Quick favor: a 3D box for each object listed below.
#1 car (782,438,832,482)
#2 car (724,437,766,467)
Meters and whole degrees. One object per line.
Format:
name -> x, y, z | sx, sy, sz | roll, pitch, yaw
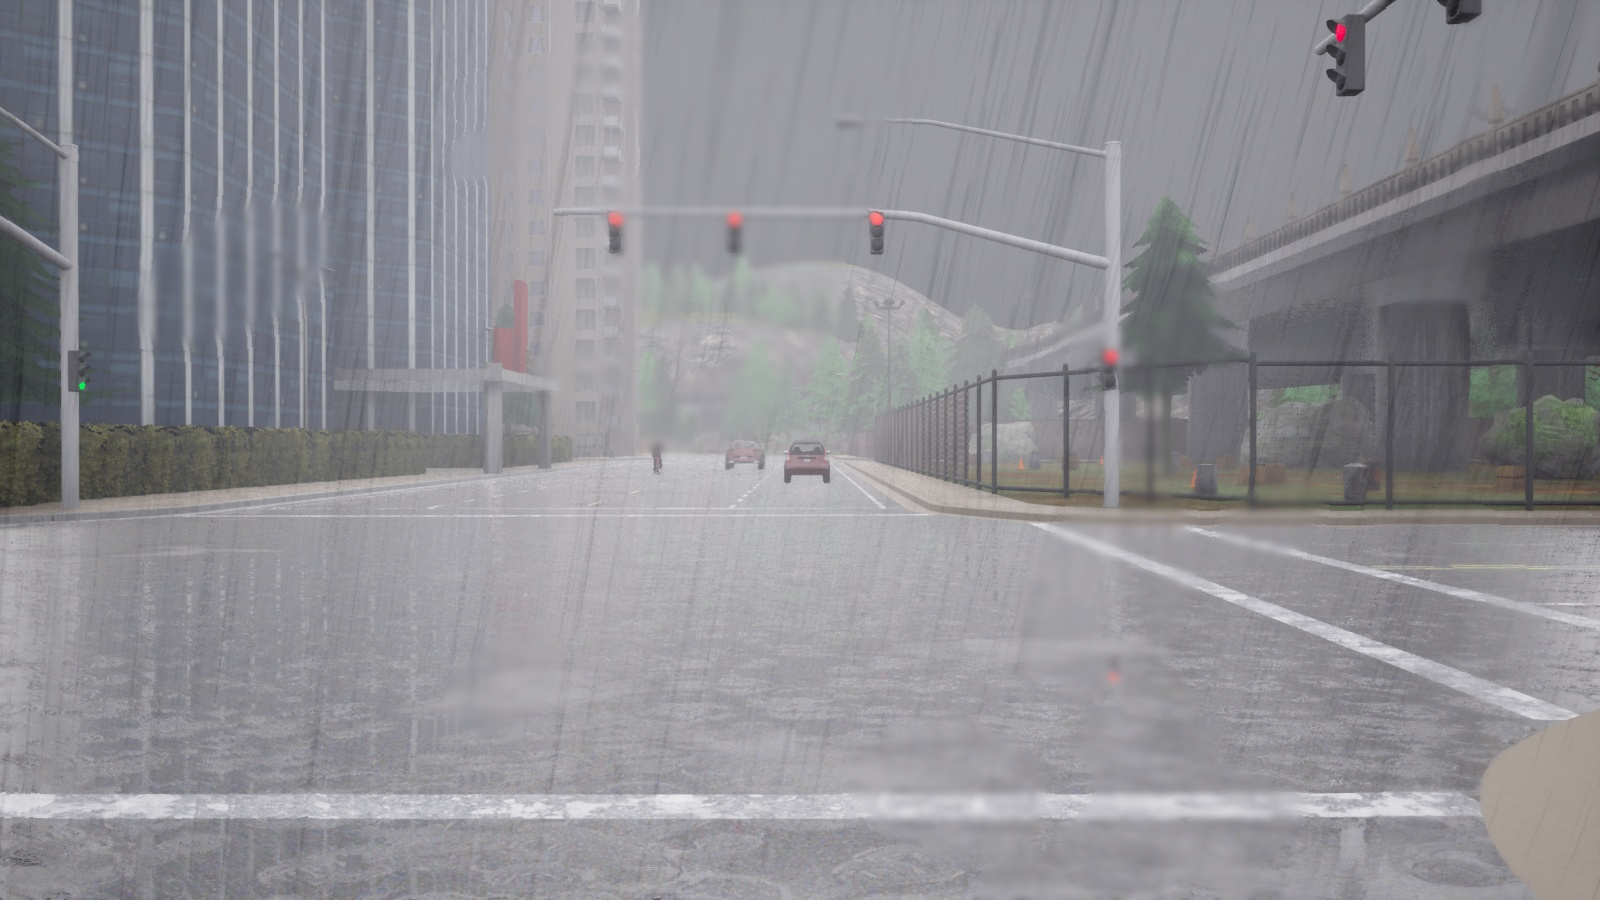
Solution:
car -> 0.269, 0.370, 48.614 | 1.851, 1.617, 3.988 | 0, 0, 0
car -> -3.107, 0.115, 72.266 | 2.152, 1.651, 5.027 | 0, 0, 0
